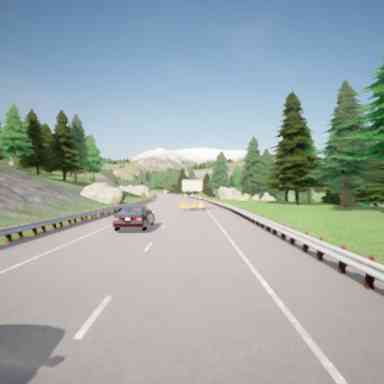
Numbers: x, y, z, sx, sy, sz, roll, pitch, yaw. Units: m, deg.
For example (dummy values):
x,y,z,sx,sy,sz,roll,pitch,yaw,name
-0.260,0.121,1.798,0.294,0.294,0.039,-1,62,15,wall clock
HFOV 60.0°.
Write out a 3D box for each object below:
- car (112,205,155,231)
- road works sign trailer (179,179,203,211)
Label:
x,y,z,sx,sy,sz,roll,pitch,yaw,name
-3.394,1.464,20.048,2.033,1.411,5.357,0,0,0,car
0.028,0.308,37.728,2.380,3.560,2.880,0,0,-1,road works sign trailer
